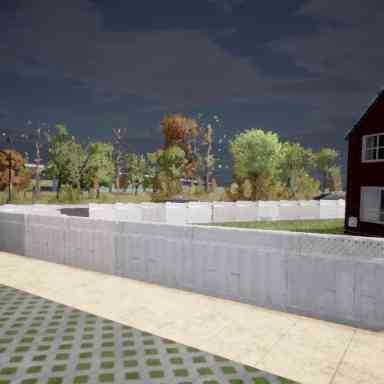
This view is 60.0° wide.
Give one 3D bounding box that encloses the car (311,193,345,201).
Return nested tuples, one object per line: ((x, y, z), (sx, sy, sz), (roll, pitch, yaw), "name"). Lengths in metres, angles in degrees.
((18.638, 0.963, 45.792), (4.892, 1.490, 1.837), (0, 2, -18), "car")

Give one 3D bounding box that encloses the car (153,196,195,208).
((-2.146, 1.163, 38.939), (4.718, 1.301, 1.895), (0, 2, -18), "car")
